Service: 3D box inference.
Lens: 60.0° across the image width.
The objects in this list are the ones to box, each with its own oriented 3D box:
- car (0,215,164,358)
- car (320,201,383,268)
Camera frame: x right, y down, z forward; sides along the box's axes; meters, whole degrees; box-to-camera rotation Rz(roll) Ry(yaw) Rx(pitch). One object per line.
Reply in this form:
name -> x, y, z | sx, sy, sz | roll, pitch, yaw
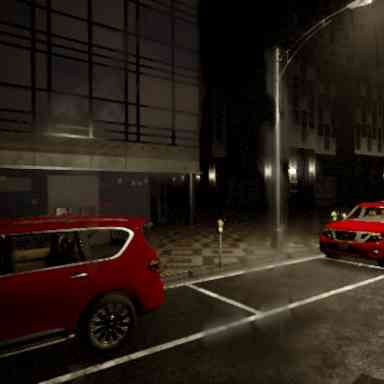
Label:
car -> -2.763, 1.314, 4.563 | 5.009, 1.841, 2.192 | 0, 0, -35
car -> 6.420, 1.253, 11.110 | 5.009, 1.841, 2.192 | 0, 0, -35
